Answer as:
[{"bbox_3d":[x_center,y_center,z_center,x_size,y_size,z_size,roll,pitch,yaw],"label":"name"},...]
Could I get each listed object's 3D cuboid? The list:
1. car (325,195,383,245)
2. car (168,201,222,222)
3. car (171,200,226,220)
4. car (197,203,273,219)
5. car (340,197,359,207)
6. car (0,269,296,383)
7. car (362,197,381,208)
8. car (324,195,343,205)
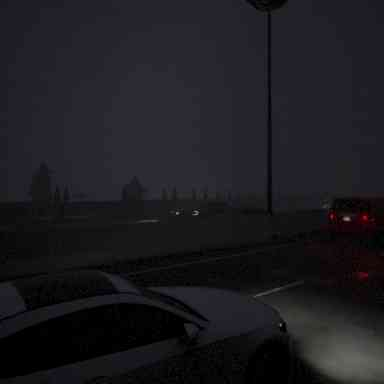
[{"bbox_3d":[8.471,1.231,16.019,2.150,2.045,5.566,0,0,45],"label":"car"},{"bbox_3d":[0.349,1.552,28.047,1.837,1.490,4.892,0,0,42],"label":"car"},{"bbox_3d":[0.951,1.391,23.663,2.097,1.767,4.553,0,0,44],"label":"car"},{"bbox_3d":[3.065,1.577,20.753,5.357,1.411,2.033,0,0,-45],"label":"car"},{"bbox_3d":[25.904,1.541,54.681,1.837,1.490,4.892,0,0,38],"label":"car"},{"bbox_3d":[-0.987,1.534,3.224,4.674,1.442,1.812,0,0,-36],"label":"car"},{"bbox_3d":[27.561,1.552,51.110,1.812,1.442,4.674,0,0,38],"label":"car"},{"bbox_3d":[25.445,1.398,59.779,2.097,1.767,4.553,0,0,38],"label":"car"}]
